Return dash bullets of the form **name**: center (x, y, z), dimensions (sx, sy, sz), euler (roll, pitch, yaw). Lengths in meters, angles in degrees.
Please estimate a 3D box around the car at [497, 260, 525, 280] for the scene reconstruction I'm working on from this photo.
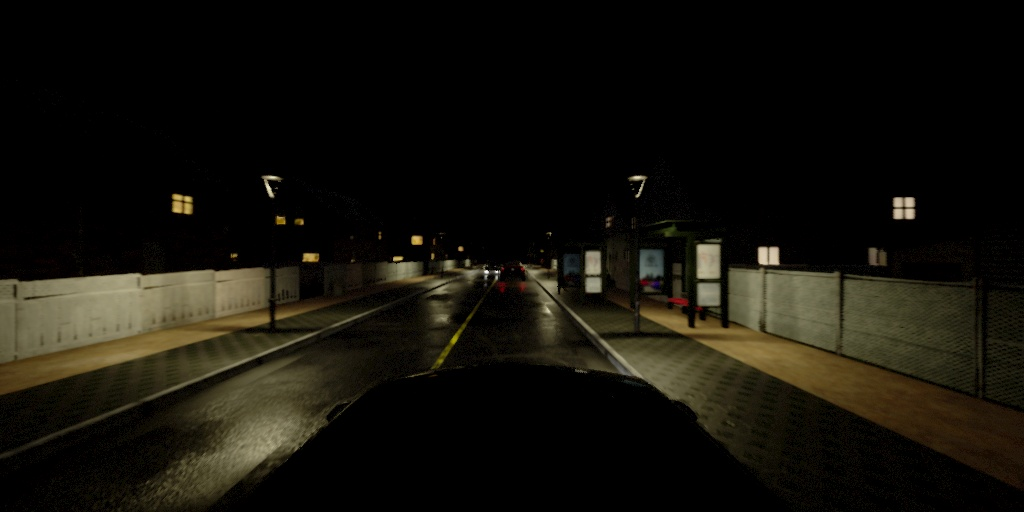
- **car**: center (0.069, 1.112, 30.958), dimensions (2.097, 1.767, 4.553), euler (0, 0, 0)

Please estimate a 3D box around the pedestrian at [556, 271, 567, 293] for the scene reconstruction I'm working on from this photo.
- **pedestrian**: center (2.441, 1.263, 18.003), dimensions (0.500, 1.100, 0.500), euler (0, 0, -4)

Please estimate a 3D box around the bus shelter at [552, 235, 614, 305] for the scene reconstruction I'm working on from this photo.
- **bus shelter**: center (3.015, 0.616, 15.574), dimensions (1.920, 2.740, 3.880), euler (0, 0, 0)

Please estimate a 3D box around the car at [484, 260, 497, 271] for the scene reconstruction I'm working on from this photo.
- **car**: center (-2.792, 1.340, 51.335), dimensions (1.837, 1.490, 4.892), euler (0, 0, 0)
